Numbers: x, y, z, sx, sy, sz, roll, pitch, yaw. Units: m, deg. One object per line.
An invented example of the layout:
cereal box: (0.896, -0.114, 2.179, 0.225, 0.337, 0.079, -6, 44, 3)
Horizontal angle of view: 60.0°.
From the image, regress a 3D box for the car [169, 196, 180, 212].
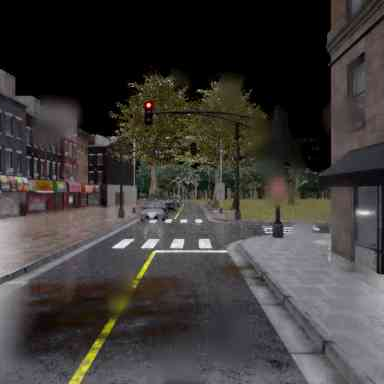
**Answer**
car: (-2.940, 1.604, 40.825, 2.033, 1.411, 5.357, 0, 0, 0)

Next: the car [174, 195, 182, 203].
car: (-2.973, 1.440, 52.285, 2.097, 1.767, 4.553, 0, 0, 0)

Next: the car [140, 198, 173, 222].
car: (-2.909, 1.508, 26.423, 2.128, 1.511, 4.902, 0, 0, 0)

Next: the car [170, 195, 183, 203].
car: (-3.203, 1.411, 67.770, 1.882, 1.535, 5.008, 0, 0, -10)
